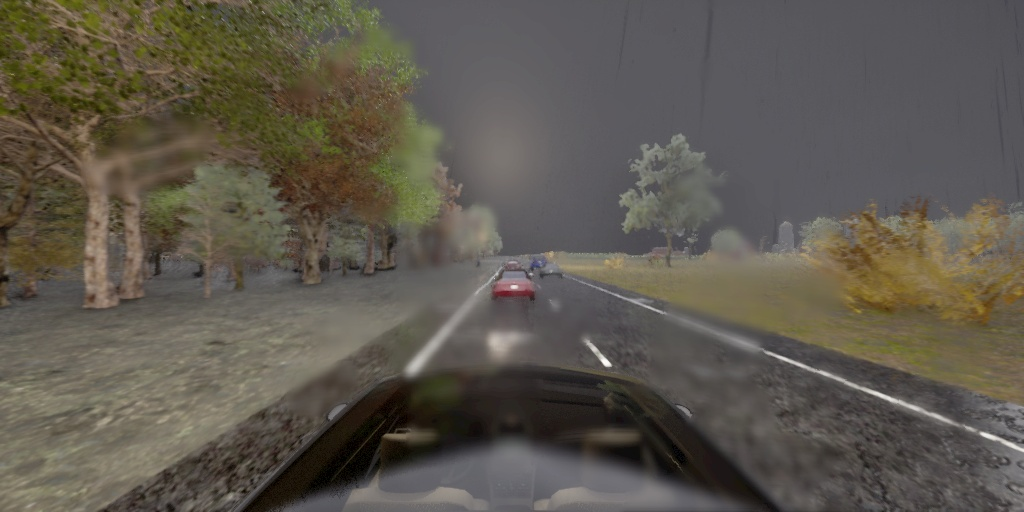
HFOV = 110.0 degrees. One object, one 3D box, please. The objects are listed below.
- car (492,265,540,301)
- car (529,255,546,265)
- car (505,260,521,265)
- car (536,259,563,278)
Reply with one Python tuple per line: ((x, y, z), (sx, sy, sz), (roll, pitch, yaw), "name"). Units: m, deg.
((0.107, 1.296, 17.377), (1.994, 1.385, 4.181), (0, 0, 0), "car")
((3.579, 0.906, 48.918), (2.150, 2.045, 5.566), (0, 0, 0), "car")
((0.115, 1.220, 43.758), (1.812, 1.442, 4.674), (0, 0, 0), "car")
((3.519, 1.271, 32.801), (1.994, 1.385, 4.181), (0, 0, 2), "car")
